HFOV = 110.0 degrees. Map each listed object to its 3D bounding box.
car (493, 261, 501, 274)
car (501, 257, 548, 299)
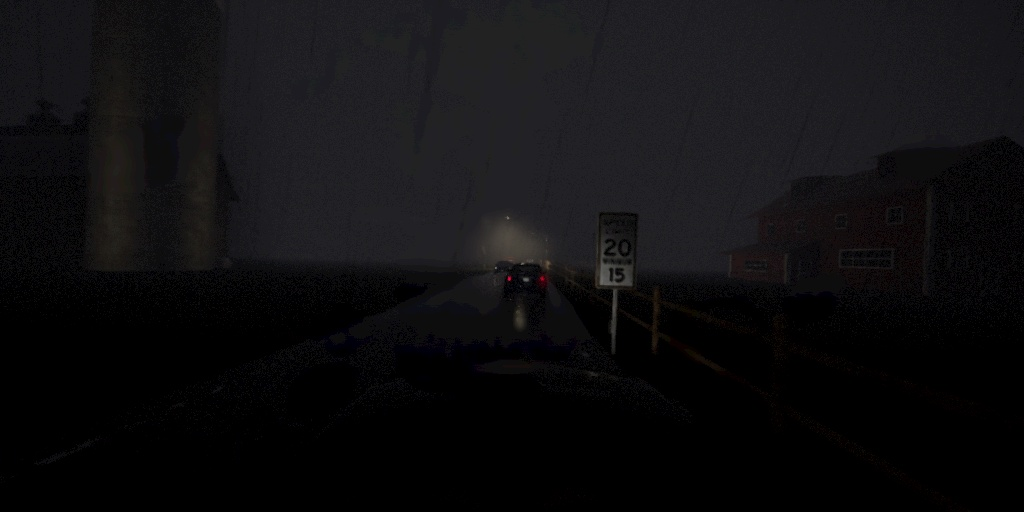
[{"bbox_3d":[-0.898,1.260,39.979,1.812,1.442,4.674,2,0,3],"label":"car"},{"bbox_3d":[0.762,1.131,18.683,2.097,1.767,4.553,2,0,3],"label":"car"}]
